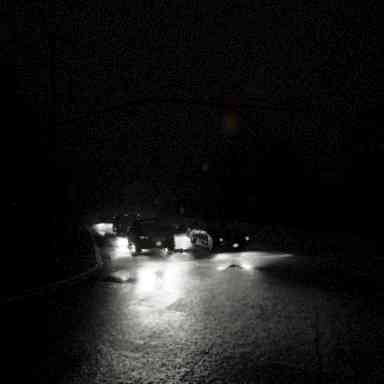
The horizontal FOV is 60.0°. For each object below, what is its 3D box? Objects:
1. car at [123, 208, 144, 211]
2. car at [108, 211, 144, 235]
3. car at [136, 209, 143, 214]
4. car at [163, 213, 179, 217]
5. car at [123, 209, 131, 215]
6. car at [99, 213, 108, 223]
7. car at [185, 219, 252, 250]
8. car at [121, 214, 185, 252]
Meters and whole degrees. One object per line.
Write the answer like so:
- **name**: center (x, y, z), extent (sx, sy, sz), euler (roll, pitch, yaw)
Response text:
- **car**: center (-8.642, 3.238, 47.145), extent (2.097, 1.767, 4.553), euler (0, -2, -19)
- **car**: center (-5.177, 2.520, 26.380), extent (2.128, 1.511, 4.902), euler (0, -2, -19)
- **car**: center (-14.700, 5.428, 93.287), extent (1.882, 1.535, 5.008), euler (0, -3, -9)
- **car**: center (-1.945, 2.540, 27.746), extent (2.128, 1.511, 4.902), euler (0, -2, -19)
- **car**: center (-18.116, 5.476, 92.509), extent (2.128, 1.511, 4.902), euler (0, -3, -9)
- **car**: center (-11.045, 3.357, 43.354), extent (1.895, 1.301, 4.718), euler (0, -3, -19)
- **car**: center (1.241, 2.210, 18.102), extent (2.033, 1.411, 5.357), euler (0, -2, -18)
- **car**: center (-2.226, 2.162, 17.408), extent (2.128, 1.511, 4.902), euler (0, -2, -18)
